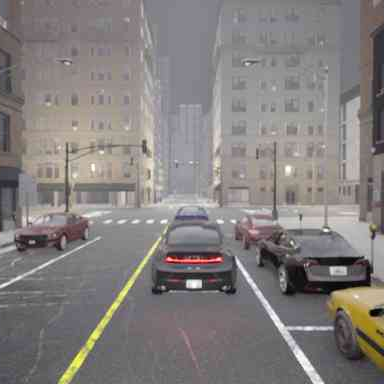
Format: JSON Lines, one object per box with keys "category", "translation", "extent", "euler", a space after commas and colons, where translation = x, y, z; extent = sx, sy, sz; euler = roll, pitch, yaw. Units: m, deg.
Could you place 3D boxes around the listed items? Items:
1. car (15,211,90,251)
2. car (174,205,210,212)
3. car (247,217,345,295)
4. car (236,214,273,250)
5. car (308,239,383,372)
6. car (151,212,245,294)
{"category": "car", "translation": [-5.720, 1.548, 14.102], "extent": [1.887, 1.381, 4.507], "euler": [-1, 0, 0]}
{"category": "car", "translation": [-0.018, 1.483, 18.722], "extent": [1.882, 1.535, 5.008], "euler": [0, 0, 0]}
{"category": "car", "translation": [2.842, 1.568, 8.545], "extent": [1.947, 1.339, 4.313], "euler": [-1, 0, 0]}
{"category": "car", "translation": [2.825, 1.586, 14.131], "extent": [1.802, 1.307, 4.206], "euler": [-1, 0, 0]}
{"category": "car", "translation": [2.857, 1.526, 3.129], "extent": [1.752, 1.417, 4.829], "euler": [-1, 0, 0]}
{"category": "car", "translation": [0.045, 1.507, 8.772], "extent": [1.837, 1.490, 4.892], "euler": [0, 0, 0]}
